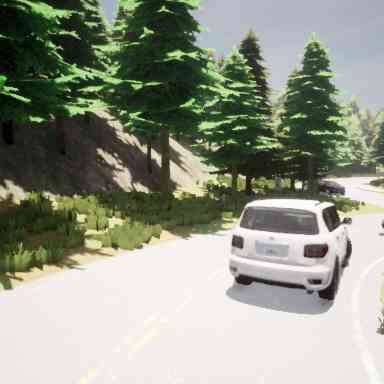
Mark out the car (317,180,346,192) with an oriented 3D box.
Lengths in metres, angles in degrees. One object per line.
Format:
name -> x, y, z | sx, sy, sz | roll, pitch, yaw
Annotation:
car -> 16.070, -0.565, 38.899 | 1.882, 1.535, 5.008 | -1, 5, -2

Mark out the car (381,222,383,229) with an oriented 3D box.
car -> 11.830, 1.375, 16.801 | 5.357, 1.411, 2.033 | -1, 5, -31

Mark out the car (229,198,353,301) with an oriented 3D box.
car -> 2.832, 1.198, 8.797 | 2.150, 2.045, 5.566 | 3, 2, 29
